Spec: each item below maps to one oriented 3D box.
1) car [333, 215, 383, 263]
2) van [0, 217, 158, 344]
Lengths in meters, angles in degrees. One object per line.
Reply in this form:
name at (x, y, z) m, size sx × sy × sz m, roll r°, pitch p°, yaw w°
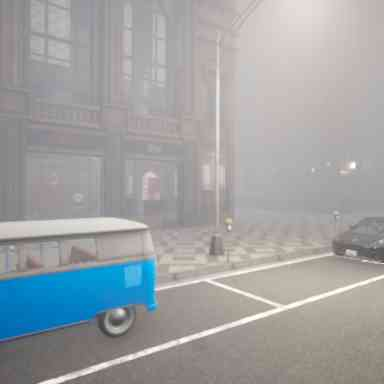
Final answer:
car at (6.691, 1.495, 11.517) m, size 4.313 × 1.339 × 1.947 m, roll 0°, pitch 1°, yaw -35°
van at (-2.470, 1.337, 4.989) m, size 3.998 × 1.788 × 1.690 m, roll 0°, pitch 1°, yaw -35°
